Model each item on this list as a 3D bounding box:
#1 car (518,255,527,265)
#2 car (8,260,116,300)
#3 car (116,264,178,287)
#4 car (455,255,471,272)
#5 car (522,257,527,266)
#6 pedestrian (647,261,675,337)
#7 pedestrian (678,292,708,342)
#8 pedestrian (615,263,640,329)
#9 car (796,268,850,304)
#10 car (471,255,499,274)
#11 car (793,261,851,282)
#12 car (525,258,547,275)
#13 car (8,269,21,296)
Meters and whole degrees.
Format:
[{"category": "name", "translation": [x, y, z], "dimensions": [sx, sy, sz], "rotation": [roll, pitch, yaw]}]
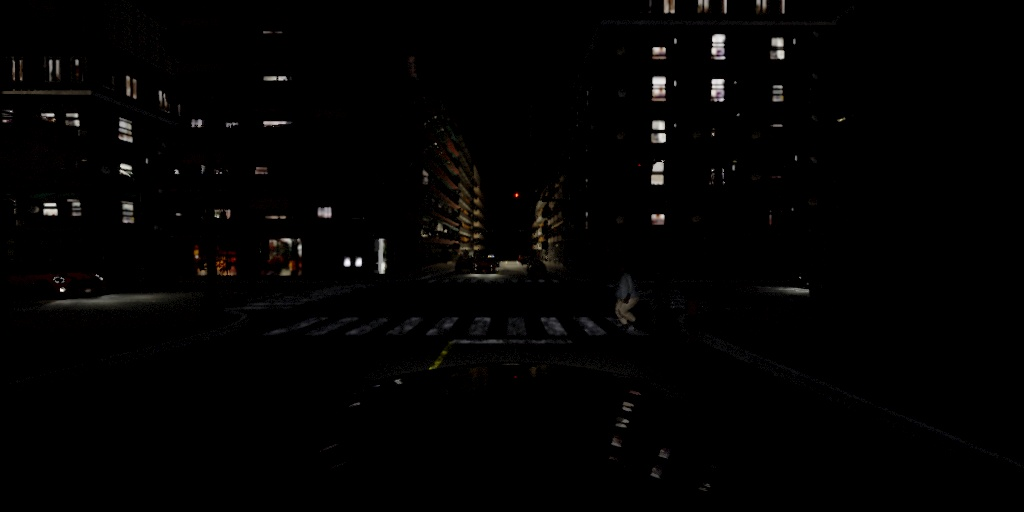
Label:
[{"category": "car", "translation": [2.562, 0.979, 63.753], "dimensions": [1.888, 1.381, 4.507], "rotation": [0, 0, 0]}, {"category": "car", "translation": [-22.212, 1.062, 16.866], "dimensions": [4.553, 1.767, 2.097], "rotation": [0, 1, -1]}, {"category": "car", "translation": [-23.413, 1.163, 22.285], "dimensions": [4.403, 1.370, 2.007], "rotation": [0, 0, -1]}, {"category": "car", "translation": [-5.317, 0.863, 41.656], "dimensions": [2.192, 1.841, 5.009], "rotation": [0, 0, 0]}, {"category": "car", "translation": [2.563, 1.099, 41.597], "dimensions": [2.007, 1.370, 4.403], "rotation": [0, 0, 0]}, {"category": "pedestrian", "translation": [3.628, 1.009, 8.736], "dimensions": [0.375, 1.860, 0.375], "rotation": [-1, 1, 0]}, {"category": "pedestrian", "translation": [4.106, 1.012, 8.137], "dimensions": [0.375, 1.860, 0.375], "rotation": [-1, 1, 0]}, {"category": "pedestrian", "translation": [2.998, 1.007, 9.337], "dimensions": [0.375, 1.860, 0.375], "rotation": [-1, 1, 0]}, {"category": "car", "translation": [14.729, 1.286, 14.757], "dimensions": [4.313, 1.339, 1.948], "rotation": [0, 0, -1]}, {"category": "car", "translation": [-2.838, 0.918, 38.166], "dimensions": [2.097, 1.767, 4.553], "rotation": [0, 0, 0]}, {"category": "car", "translation": [19.307, 1.165, 20.202], "dimensions": [5.357, 1.411, 2.033], "rotation": [0, 1, -1]}, {"category": "car", "translation": [2.564, 1.159, 36.058], "dimensions": [1.802, 1.307, 4.207], "rotation": [0, 0, 0]}, {"category": "car", "translation": [-23.340, 1.320, 14.406], "dimensions": [4.313, 1.339, 1.948], "rotation": [0, 0, -1]}]
